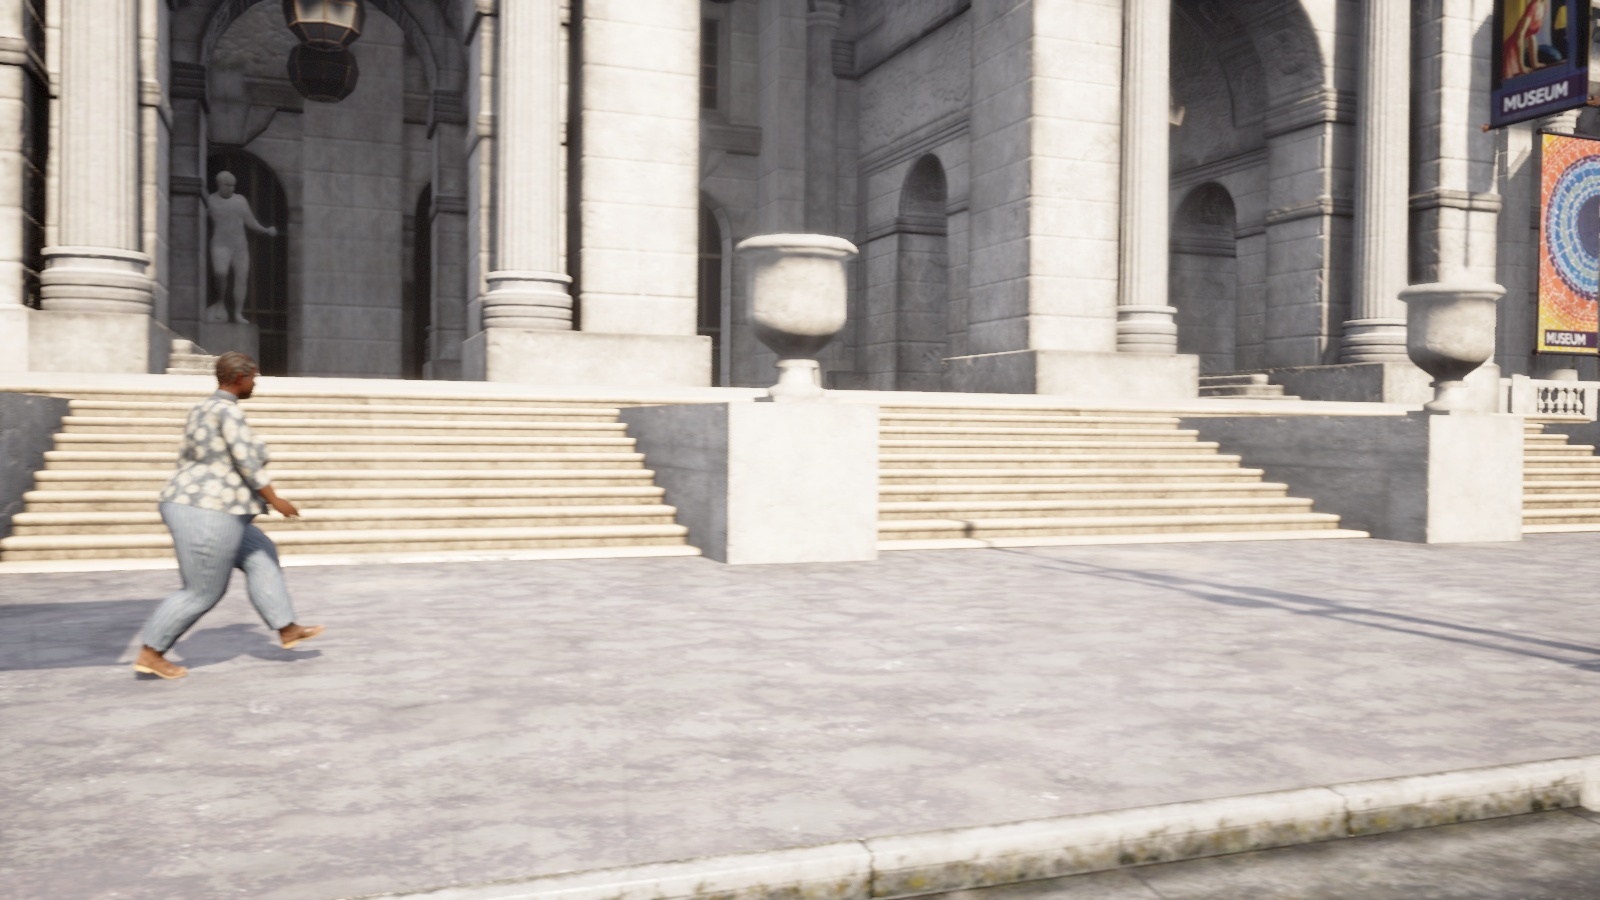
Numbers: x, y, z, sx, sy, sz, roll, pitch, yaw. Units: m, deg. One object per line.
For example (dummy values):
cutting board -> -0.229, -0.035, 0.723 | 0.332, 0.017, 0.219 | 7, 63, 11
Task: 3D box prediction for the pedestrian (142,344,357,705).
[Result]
pedestrian -> -3.108, 0.373, 7.076 | 0.900, 1.855, 0.874 | -1, 1, -37
